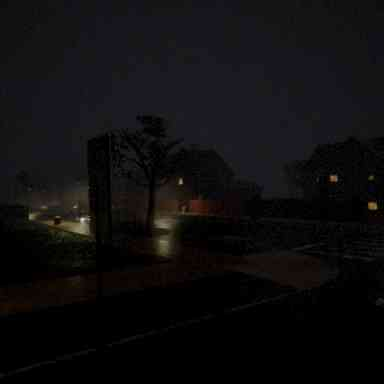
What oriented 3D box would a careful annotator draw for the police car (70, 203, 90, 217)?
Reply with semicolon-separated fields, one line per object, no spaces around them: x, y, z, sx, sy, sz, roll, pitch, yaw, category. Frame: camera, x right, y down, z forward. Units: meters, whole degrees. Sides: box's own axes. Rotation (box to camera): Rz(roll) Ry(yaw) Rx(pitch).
-12.684;2.081;38.877;2.038;1.542;4.974;-2;1;-36;police car
